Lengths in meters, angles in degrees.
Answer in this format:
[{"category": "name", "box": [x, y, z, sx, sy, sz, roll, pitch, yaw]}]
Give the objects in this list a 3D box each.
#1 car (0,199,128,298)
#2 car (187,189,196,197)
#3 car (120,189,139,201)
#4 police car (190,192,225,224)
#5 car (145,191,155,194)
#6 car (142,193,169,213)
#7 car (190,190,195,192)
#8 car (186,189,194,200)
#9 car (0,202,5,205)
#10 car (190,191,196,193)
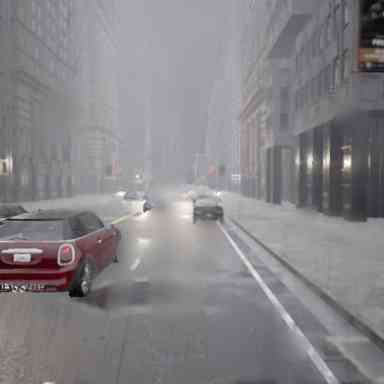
[{"category": "car", "box": [-3.156, 1.212, 8.321, 2.097, 1.767, 4.553, 0, 1, 0]}, {"category": "car", "box": [-0.028, 0.158, 72.722, 1.882, 1.535, 5.008, 0, 1, 0]}, {"category": "car", "box": [-9.819, 0.611, 53.605, 1.837, 1.490, 4.892, 0, 1, 0]}, {"category": "police car", "box": [0.966, 1.068, 21.402, 1.930, 1.638, 5.238, 0, 1, 0]}, {"category": "car", "box": [-6.572, 0.637, 52.047, 1.837, 1.490, 4.892, 0, 1, 0]}, {"category": "car", "box": [-3.163, 1.068, 29.790, 1.994, 1.385, 4.181, 0, 1, 0]}, {"category": "car", "box": [0.960, 0.884, 37.292, 1.837, 1.490, 4.892, 0, 1, 0]}, {"category": "car", "box": [-0.019, 0.570, 57.438, 1.812, 1.442, 4.674, 0, 1, 0]}, {"category": "car", "box": [-6.602, 1.181, 10.204, 2.097, 1.767, 4.553, 0, 1, 0]}, {"category": "car", "box": [0.962, 0.985, 31.293, 1.837, 1.490, 4.892, 0, 1, 0]}]
